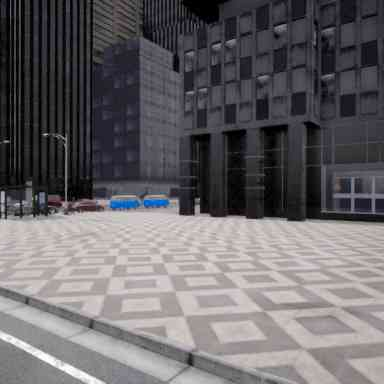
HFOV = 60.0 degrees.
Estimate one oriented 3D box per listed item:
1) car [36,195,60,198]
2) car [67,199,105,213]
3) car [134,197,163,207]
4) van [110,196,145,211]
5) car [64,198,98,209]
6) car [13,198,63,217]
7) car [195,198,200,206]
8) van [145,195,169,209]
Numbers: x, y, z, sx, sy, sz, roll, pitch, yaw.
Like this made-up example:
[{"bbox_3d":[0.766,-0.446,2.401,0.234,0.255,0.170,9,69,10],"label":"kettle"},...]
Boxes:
[{"bbox_3d":[-18.294,1.285,40.527,2.192,1.841,5.009,0,0,35],"label":"car"},{"bbox_3d":[-11.348,1.576,35.585,1.802,1.307,4.206,0,0,35],"label":"car"},{"bbox_3d":[-6.769,1.497,52.086,1.812,1.442,4.674,0,0,36],"label":"car"},{"bbox_3d":[-8.055,1.332,40.211,1.690,1.788,3.998,0,0,35],"label":"van"},{"bbox_3d":[-15.002,1.549,45.153,1.802,1.307,4.206,0,0,35],"label":"car"},{"bbox_3d":[-14.641,1.549,30.960,2.008,1.369,4.403,0,0,35],"label":"car"},{"bbox_3d":[1.821,1.570,54.087,1.802,1.307,4.206,0,0,35],"label":"car"},{"bbox_3d":[-4.763,1.330,44.836,1.690,1.788,3.998,0,0,35],"label":"van"}]
